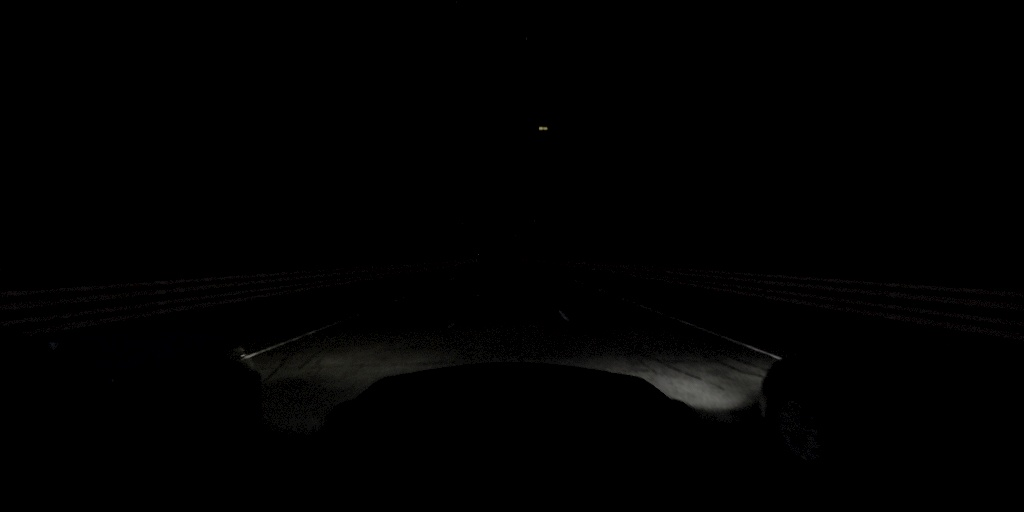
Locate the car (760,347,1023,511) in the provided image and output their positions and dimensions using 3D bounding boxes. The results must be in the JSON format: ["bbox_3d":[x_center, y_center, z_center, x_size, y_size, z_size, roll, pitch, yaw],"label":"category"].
[{"bbox_3d":[3.601,1.256,1.901,1.837,1.490,4.892,0,0,0],"label":"car"}]

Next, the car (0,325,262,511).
[{"bbox_3d":[-3.399,0.970,0.949,2.150,2.045,5.566,0,0,0],"label":"car"}]
